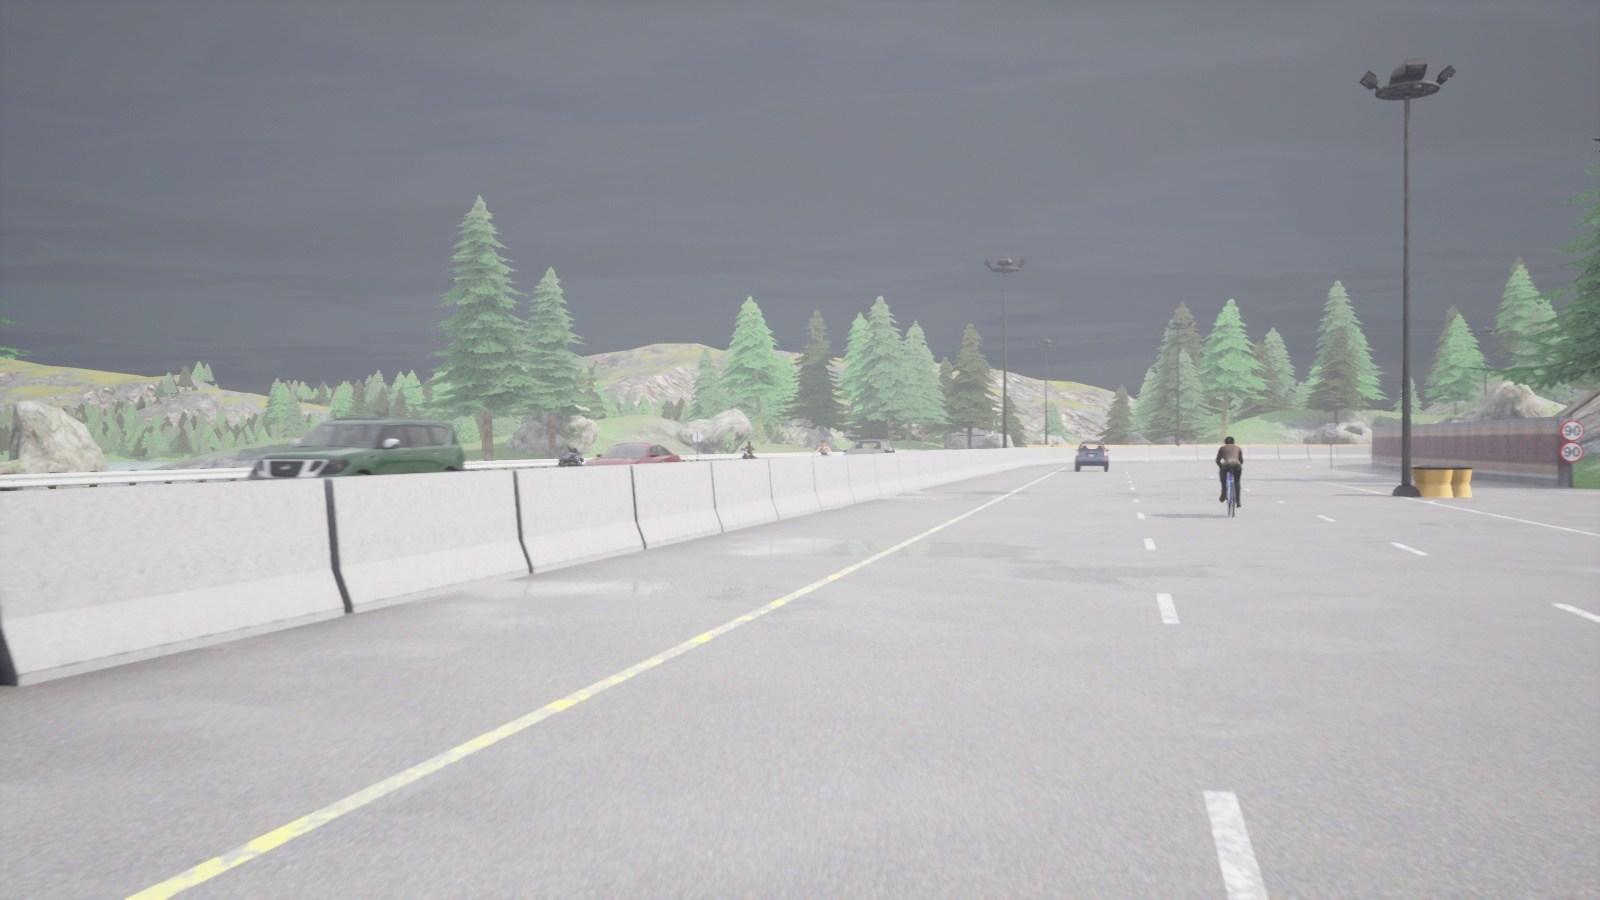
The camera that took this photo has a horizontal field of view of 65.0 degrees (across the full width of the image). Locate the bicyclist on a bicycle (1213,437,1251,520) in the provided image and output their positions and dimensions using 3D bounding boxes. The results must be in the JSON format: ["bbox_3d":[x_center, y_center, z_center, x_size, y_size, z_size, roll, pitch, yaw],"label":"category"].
[{"bbox_3d":[8.725,0.563,25.397,0.582,1.620,1.656,0,0,14],"label":"bicyclist on a bicycle"}]

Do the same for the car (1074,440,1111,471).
[{"bbox_3d":[15.531,0.282,66.597,1.851,1.617,3.988,0,0,14],"label":"car"}]

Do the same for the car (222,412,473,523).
[{"bbox_3d":[-9.152,0.311,26.087,2.150,2.045,5.566,0,0,14],"label":"car"}]

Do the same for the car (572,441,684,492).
[{"bbox_3d":[-5.469,0.491,40.648,1.882,1.535,5.008,0,0,14],"label":"car"}]

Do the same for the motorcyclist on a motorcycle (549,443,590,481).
[{"bbox_3d":[-9.655,0.478,52.657,0.866,1.530,2.191,0,0,14],"label":"motorcyclist on a motorcycle"}]

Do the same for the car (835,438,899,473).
[{"bbox_3d":[3.324,0.250,61.148,2.242,1.667,4.611,0,0,14],"label":"car"}]
